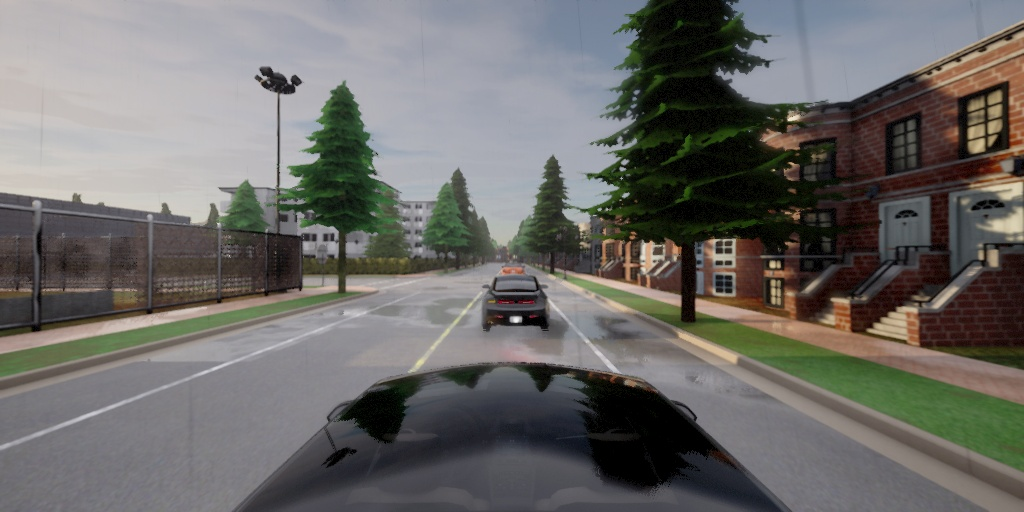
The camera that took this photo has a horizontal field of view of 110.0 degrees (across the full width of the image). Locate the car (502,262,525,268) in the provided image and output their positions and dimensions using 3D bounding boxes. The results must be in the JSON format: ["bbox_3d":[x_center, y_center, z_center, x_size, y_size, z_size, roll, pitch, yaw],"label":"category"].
[{"bbox_3d":[0.113,1.338,32.978,2.097,1.767,4.553,0,-1,0],"label":"car"}]

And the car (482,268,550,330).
[{"bbox_3d":[0.103,1.329,11.380,1.837,1.490,4.892,0,0,0],"label":"car"}]
